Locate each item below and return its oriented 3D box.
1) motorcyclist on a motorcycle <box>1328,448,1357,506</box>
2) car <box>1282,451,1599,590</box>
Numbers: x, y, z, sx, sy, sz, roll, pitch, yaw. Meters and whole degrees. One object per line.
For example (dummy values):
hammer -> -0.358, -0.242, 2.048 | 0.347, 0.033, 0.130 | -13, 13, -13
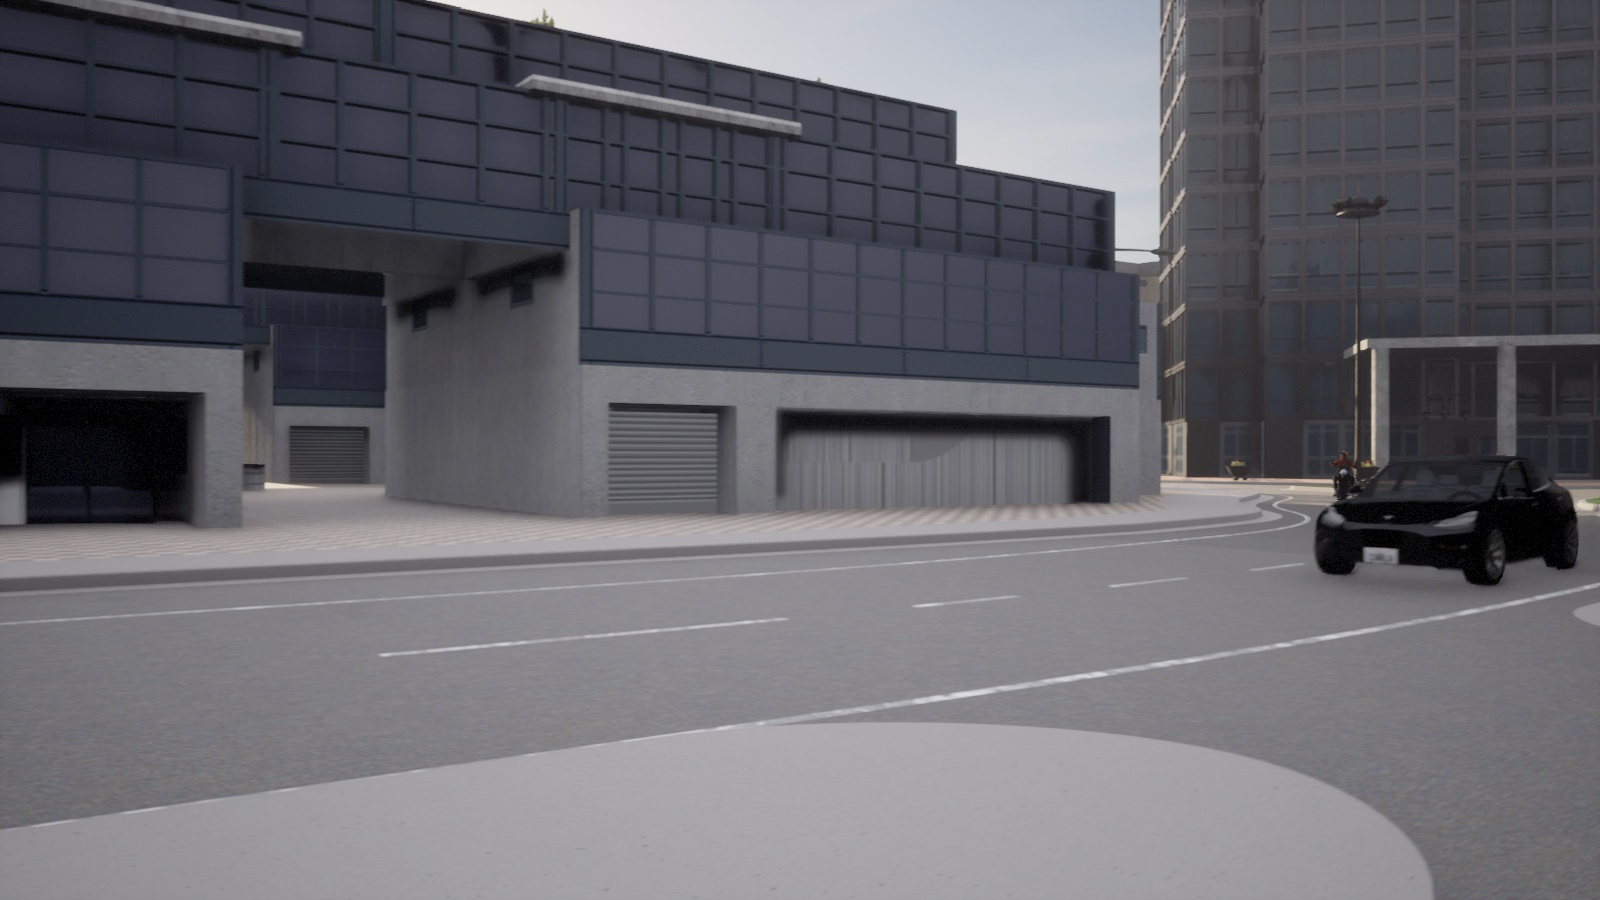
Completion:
motorcyclist on a motorcycle -> 15.872, 0.752, 36.756 | 0.766, 1.649, 2.350 | 0, 0, 23
car -> 8.248, 0.767, 15.949 | 4.792, 1.488, 2.163 | 0, 0, -44
